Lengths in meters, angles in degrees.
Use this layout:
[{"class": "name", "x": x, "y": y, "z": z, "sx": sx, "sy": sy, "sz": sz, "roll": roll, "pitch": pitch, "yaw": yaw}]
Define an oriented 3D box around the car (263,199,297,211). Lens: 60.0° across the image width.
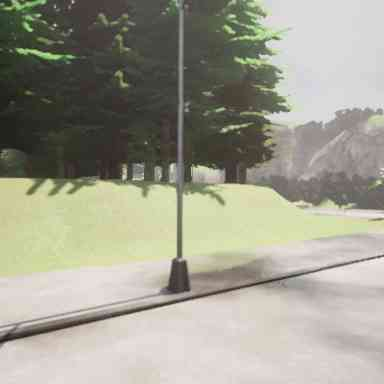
[{"class": "car", "x": 11.683, "y": 1.730, "z": 44.438, "sx": 1.837, "sy": 1.490, "sz": 4.892, "roll": 0, "pitch": -1, "yaw": -35}]
